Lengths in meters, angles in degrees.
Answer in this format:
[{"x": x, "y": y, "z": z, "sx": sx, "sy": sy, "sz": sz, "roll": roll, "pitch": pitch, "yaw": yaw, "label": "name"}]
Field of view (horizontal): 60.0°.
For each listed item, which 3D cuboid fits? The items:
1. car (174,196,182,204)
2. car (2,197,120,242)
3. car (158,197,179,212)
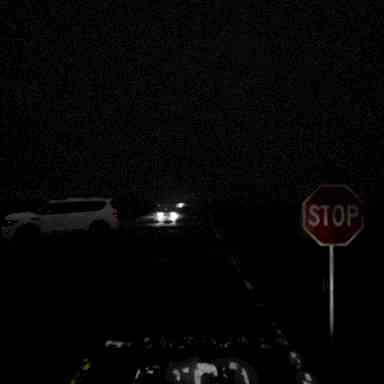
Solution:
[{"x": -2.816, "y": 1.471, "z": 63.479, "sx": 1.895, "sy": 1.301, "sz": 4.718, "roll": 0, "pitch": 0, "yaw": 0, "label": "car"}, {"x": -6.531, "y": 1.349, "z": 16.990, "sx": 5.566, "sy": 2.045, "sz": 2.150, "roll": -2, "pitch": 3, "yaw": -29, "label": "car"}, {"x": -2.790, "y": 1.561, "z": 37.971, "sx": 1.895, "sy": 1.301, "sz": 4.718, "roll": 0, "pitch": 0, "yaw": 0, "label": "car"}]
